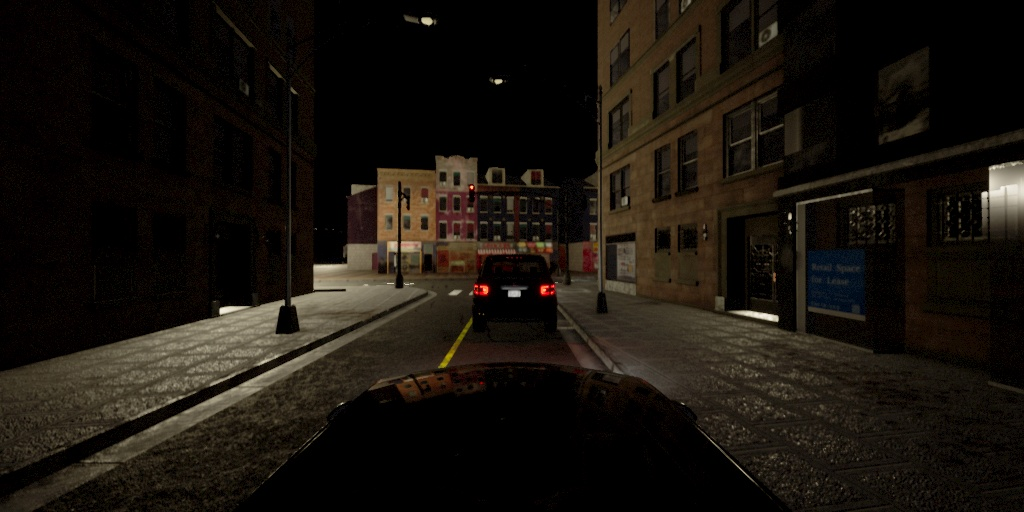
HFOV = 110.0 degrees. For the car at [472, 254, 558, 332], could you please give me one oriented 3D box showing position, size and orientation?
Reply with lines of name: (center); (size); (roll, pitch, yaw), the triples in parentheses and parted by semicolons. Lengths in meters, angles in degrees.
car: (0.096, 0.964, 10.940); (2.150, 2.045, 5.566); (0, 0, 1)
